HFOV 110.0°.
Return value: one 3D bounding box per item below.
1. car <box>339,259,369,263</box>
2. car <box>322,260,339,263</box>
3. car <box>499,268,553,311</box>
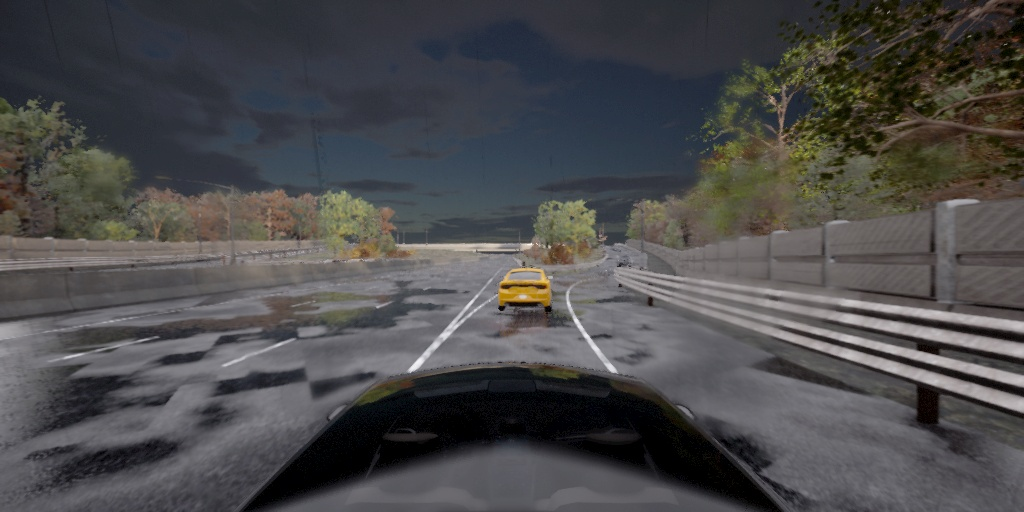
[{"bbox_3d":[-24.543,1.255,56.107,1.882,1.535,5.008,0,0,1],"label":"car"},{"bbox_3d":[-28.044,1.302,55.392,1.812,1.442,4.674,0,0,1],"label":"car"},{"bbox_3d":[0.648,1.237,14.655,1.882,1.535,5.008,0,0,6],"label":"car"}]
